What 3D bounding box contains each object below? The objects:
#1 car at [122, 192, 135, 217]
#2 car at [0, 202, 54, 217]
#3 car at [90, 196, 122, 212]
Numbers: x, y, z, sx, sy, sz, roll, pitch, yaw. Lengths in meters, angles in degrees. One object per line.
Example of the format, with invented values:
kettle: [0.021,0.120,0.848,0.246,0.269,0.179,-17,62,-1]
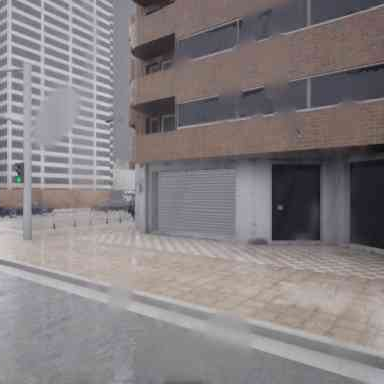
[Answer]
car: [-3.207,1.221,29.712,2.150,2.045,5.566,0,0,36]
car: [-15.529,1.601,30.953,1.895,1.301,4.718,0,0,36]
car: [-9.374,1.547,39.410,2.033,1.411,5.357,0,0,36]
